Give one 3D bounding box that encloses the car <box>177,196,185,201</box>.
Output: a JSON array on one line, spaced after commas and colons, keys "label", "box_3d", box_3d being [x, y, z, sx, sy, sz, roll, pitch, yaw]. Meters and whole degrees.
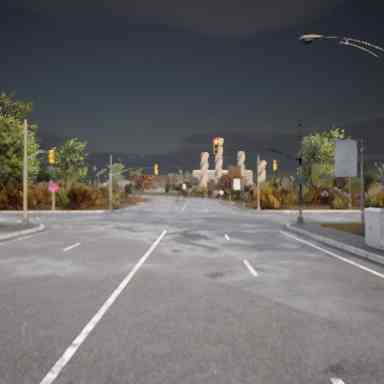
[{"label": "car", "box_3d": [-3.015, 1.766, 90.173, 2.128, 1.511, 4.902, 0, 1, -1]}]
